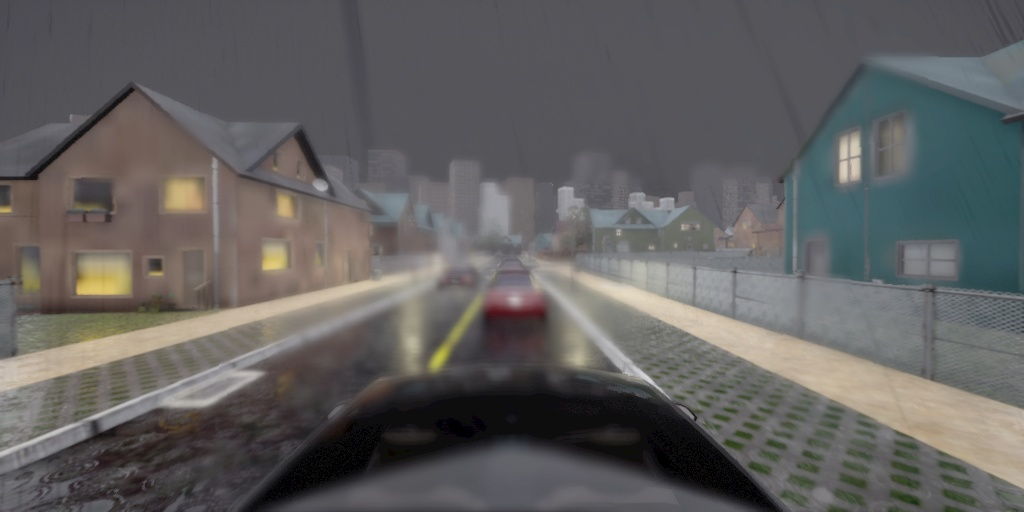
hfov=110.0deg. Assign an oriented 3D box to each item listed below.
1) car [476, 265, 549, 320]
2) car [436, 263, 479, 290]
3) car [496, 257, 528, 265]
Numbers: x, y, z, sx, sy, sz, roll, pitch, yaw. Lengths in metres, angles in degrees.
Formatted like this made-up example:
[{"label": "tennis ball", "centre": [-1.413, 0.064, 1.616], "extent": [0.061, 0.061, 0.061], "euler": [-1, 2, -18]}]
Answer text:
[{"label": "car", "centre": [0.111, 1.164, 11.896], "extent": [1.994, 1.385, 4.181], "euler": [0, 1, 1]}, {"label": "car", "centre": [-2.775, 1.052, 19.512], "extent": [1.994, 1.385, 4.181], "euler": [0, 1, 0]}, {"label": "car", "centre": [0.138, 0.976, 24.757], "extent": [1.994, 1.385, 4.181], "euler": [0, 1, 2]}]
